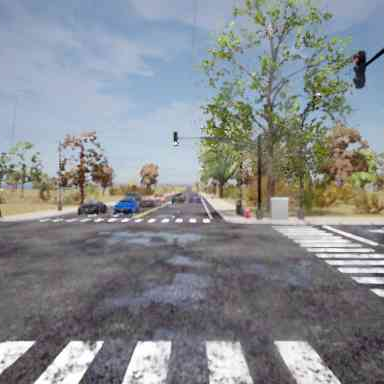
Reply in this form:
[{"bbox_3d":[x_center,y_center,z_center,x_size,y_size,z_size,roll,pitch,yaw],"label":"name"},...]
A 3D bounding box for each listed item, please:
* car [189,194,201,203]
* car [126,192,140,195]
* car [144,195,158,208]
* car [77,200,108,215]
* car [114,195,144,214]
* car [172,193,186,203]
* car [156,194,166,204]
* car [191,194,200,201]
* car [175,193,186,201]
[{"bbox_3d":[0.595,1.159,62.339,2.097,1.767,4.553,0,0,1],"label":"car"},{"bbox_3d":[-9.357,1.066,52.487,2.150,2.045,5.566,0,0,2],"label":"car"},{"bbox_3d":[-6.266,1.429,45.907,1.994,1.385,4.181,0,0,1],"label":"car"},{"bbox_3d":[-9.755,1.472,32.866,1.994,1.385,4.181,0,0,1],"label":"car"},{"bbox_3d":[-6.493,1.384,33.567,1.882,1.535,5.008,0,0,1],"label":"car"},{"bbox_3d":[-2.654,1.158,62.429,2.097,1.767,4.553,0,0,1],"label":"car"},{"bbox_3d":[-5.976,1.165,60.700,2.097,1.767,4.553,0,0,2],"label":"car"},{"bbox_3d":[0.770,1.216,72.436,1.994,1.385,4.181,0,0,1],"label":"car"},{"bbox_3d":[-2.480,1.018,72.462,2.097,1.767,4.553,0,0,1],"label":"car"}]
